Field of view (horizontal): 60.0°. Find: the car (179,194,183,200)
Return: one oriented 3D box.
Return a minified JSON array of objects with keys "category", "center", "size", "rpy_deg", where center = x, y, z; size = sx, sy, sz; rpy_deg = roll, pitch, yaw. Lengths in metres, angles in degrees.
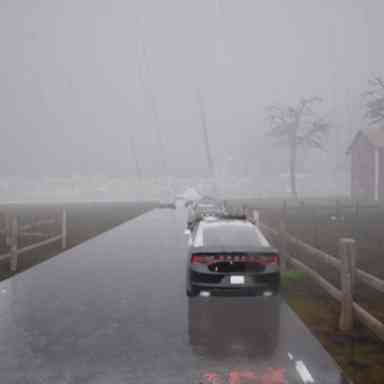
[{"category":"car","center":[-2.808,1.174,75.883],"size":[1.882,1.535,5.008],"rpy_deg":[0,0,0]}]

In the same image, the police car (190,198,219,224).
[{"category":"police car","center":[0.806,1.314,24.592],"size":[1.930,1.638,5.238],"rpy_deg":[0,0,0]}]

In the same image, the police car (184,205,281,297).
[{"category":"police car","center":[0.818,1.366,8.584],"size":[1.930,1.638,5.238],"rpy_deg":[0,0,0]}]

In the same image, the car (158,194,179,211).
[{"category":"car","center":[-2.878,1.334,39.493],"size":[1.882,1.535,5.008],"rpy_deg":[0,0,0]}]

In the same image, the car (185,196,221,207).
[{"category":"car","center":[0.809,1.253,18.449],"size":[2.097,1.767,4.553],"rpy_deg":[0,0,0]}]

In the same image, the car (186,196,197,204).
[{"category":"car","center":[-0.046,1.383,59.517],"size":[1.895,1.301,4.718],"rpy_deg":[0,0,0]}]

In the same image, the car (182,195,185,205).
[{"category":"car","center":[-0.024,1.363,45.861],"size":[1.812,1.442,4.674],"rpy_deg":[0,0,0]}]
